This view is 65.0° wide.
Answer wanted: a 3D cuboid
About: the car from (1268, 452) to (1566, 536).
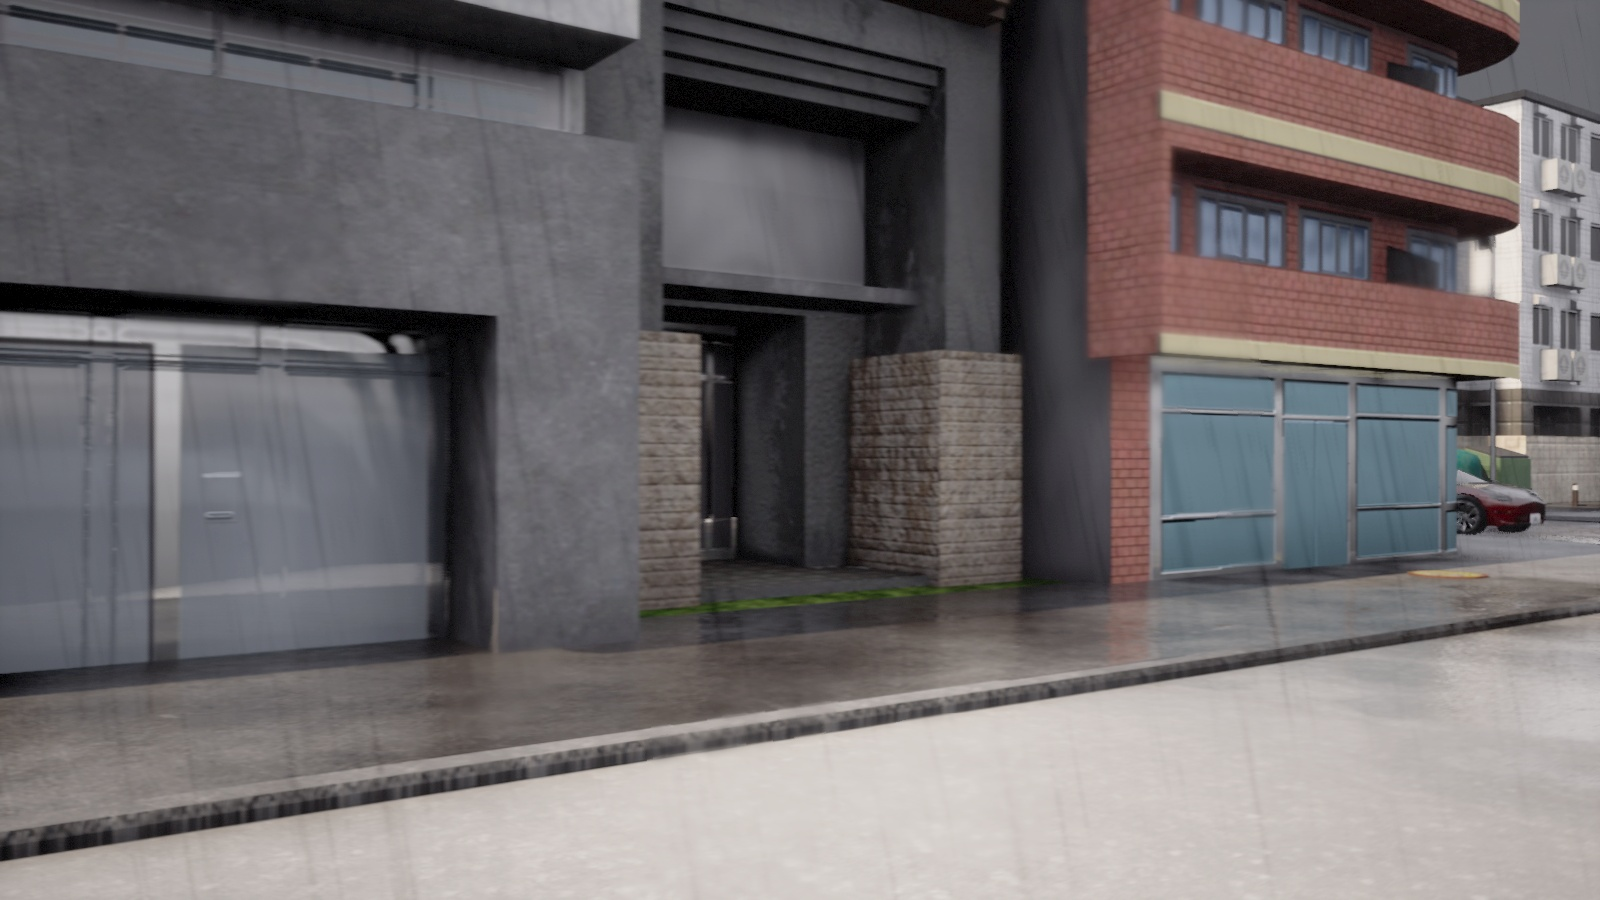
[{"bbox_3d":[11.945,0.780,24.646,2.163,1.488,4.792,0,0,-35],"label":"car"}]
